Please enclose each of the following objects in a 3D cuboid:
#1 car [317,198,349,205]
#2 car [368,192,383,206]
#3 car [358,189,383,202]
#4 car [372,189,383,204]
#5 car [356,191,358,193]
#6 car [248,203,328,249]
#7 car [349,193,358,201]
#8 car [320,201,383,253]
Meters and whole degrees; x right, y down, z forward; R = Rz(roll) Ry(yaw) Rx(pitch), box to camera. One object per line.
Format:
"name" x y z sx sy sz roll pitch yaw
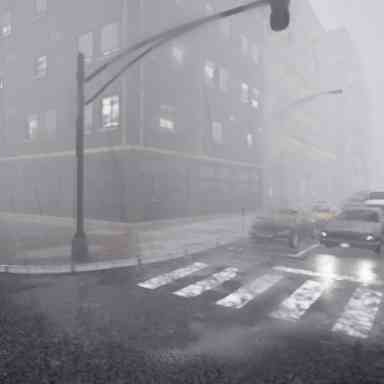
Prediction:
"car" 6.862 1.206 17.793 1.752 1.417 4.829 2 2 35
"car" 22.792 0.820 40.622 1.752 1.417 4.829 2 2 35
"car" 12.402 0.839 21.221 2.150 2.045 5.566 1 1 35
"car" 26.077 0.531 45.322 2.192 1.841 5.009 2 2 35
"car" 16.520 0.761 31.625 2.192 1.841 5.009 2 2 35
"car" 3.774 1.308 13.367 2.008 1.369 4.403 2 2 35
"car" 13.331 1.068 27.065 1.887 1.381 4.507 2 2 35
"car" 6.622 1.307 12.891 2.033 1.411 5.357 1 1 39
